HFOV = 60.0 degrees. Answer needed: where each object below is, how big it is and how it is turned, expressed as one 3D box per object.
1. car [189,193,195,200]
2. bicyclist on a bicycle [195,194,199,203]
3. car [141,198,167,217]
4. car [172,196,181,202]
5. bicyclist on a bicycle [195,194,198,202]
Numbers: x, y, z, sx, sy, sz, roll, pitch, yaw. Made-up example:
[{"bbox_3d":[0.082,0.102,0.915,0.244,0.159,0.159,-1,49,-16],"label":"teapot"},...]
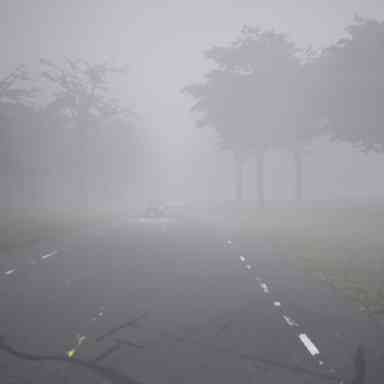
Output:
[{"bbox_3d":[0.015,1.408,90.679,2.033,1.411,5.357,0,0,0],"label":"car"},{"bbox_3d":[0.970,1.490,66.084,0.866,1.612,1.509,0,0,0],"label":"bicyclist on a bicycle"},{"bbox_3d":[-3.590,1.483,32.199,2.097,1.767,4.553,0,0,0],"label":"car"},{"bbox_3d":[-3.488,1.543,73.414,1.895,1.301,4.718,0,0,0],"label":"car"},{"bbox_3d":[0.975,1.375,74.545,0.659,1.776,1.843,0,0,0],"label":"bicyclist on a bicycle"}]
